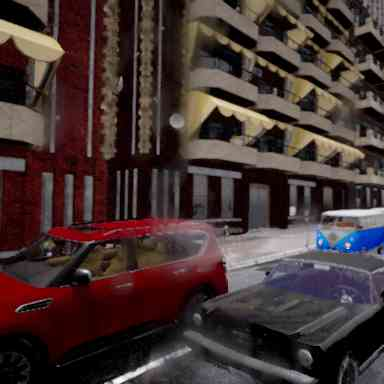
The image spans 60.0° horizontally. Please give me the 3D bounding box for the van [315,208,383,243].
[{"bbox_3d":[6.334,1.612,13.046,3.998,1.788,1.690,1,0,-45],"label":"van"}]

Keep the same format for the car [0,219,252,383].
[{"bbox_3d":[-1.484,1.436,5.227,5.009,1.841,2.192,1,0,-45],"label":"car"}]

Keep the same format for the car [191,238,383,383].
[{"bbox_3d":[2.089,1.712,5.204,4.718,1.301,1.895,1,-2,-45],"label":"car"}]
